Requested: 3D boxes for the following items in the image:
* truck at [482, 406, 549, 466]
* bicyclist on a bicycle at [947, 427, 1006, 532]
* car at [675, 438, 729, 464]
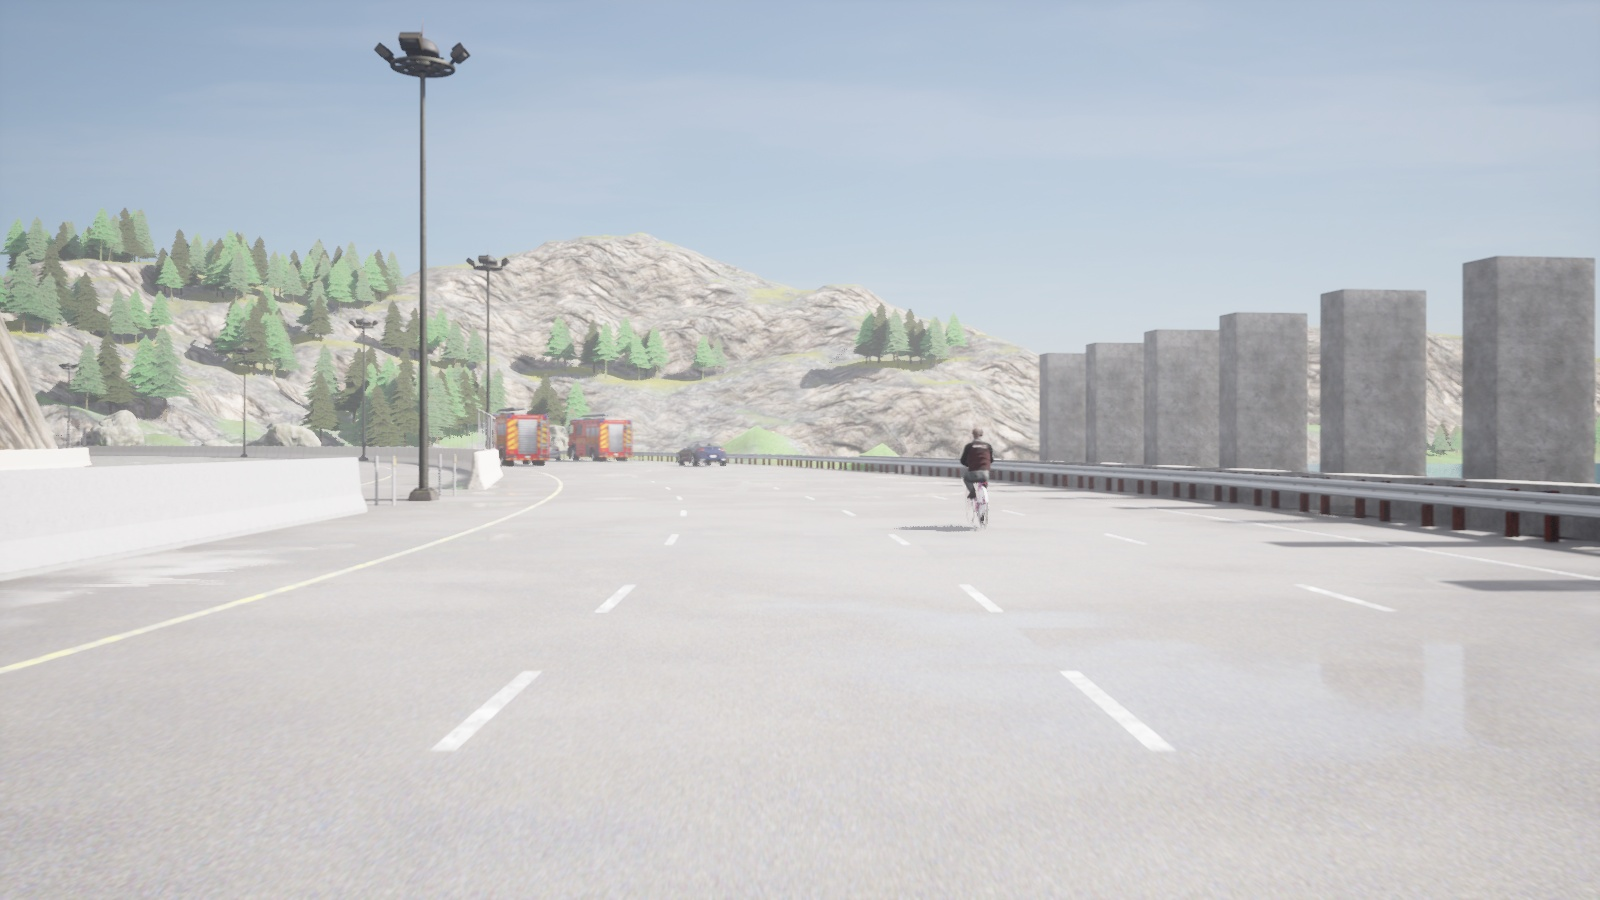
[{"bbox_3d":[-19.421,-0.914,85.388,2.891,3.827,8.468,0,0,-24],"label":"truck"},{"bbox_3d":[3.098,0.494,22.172,0.659,1.776,1.843,-1,1,-4],"label":"bicyclist on a bicycle"},{"bbox_3d":[-6.386,0.062,81.349,2.152,1.651,5.027,0,0,-21],"label":"car"}]
